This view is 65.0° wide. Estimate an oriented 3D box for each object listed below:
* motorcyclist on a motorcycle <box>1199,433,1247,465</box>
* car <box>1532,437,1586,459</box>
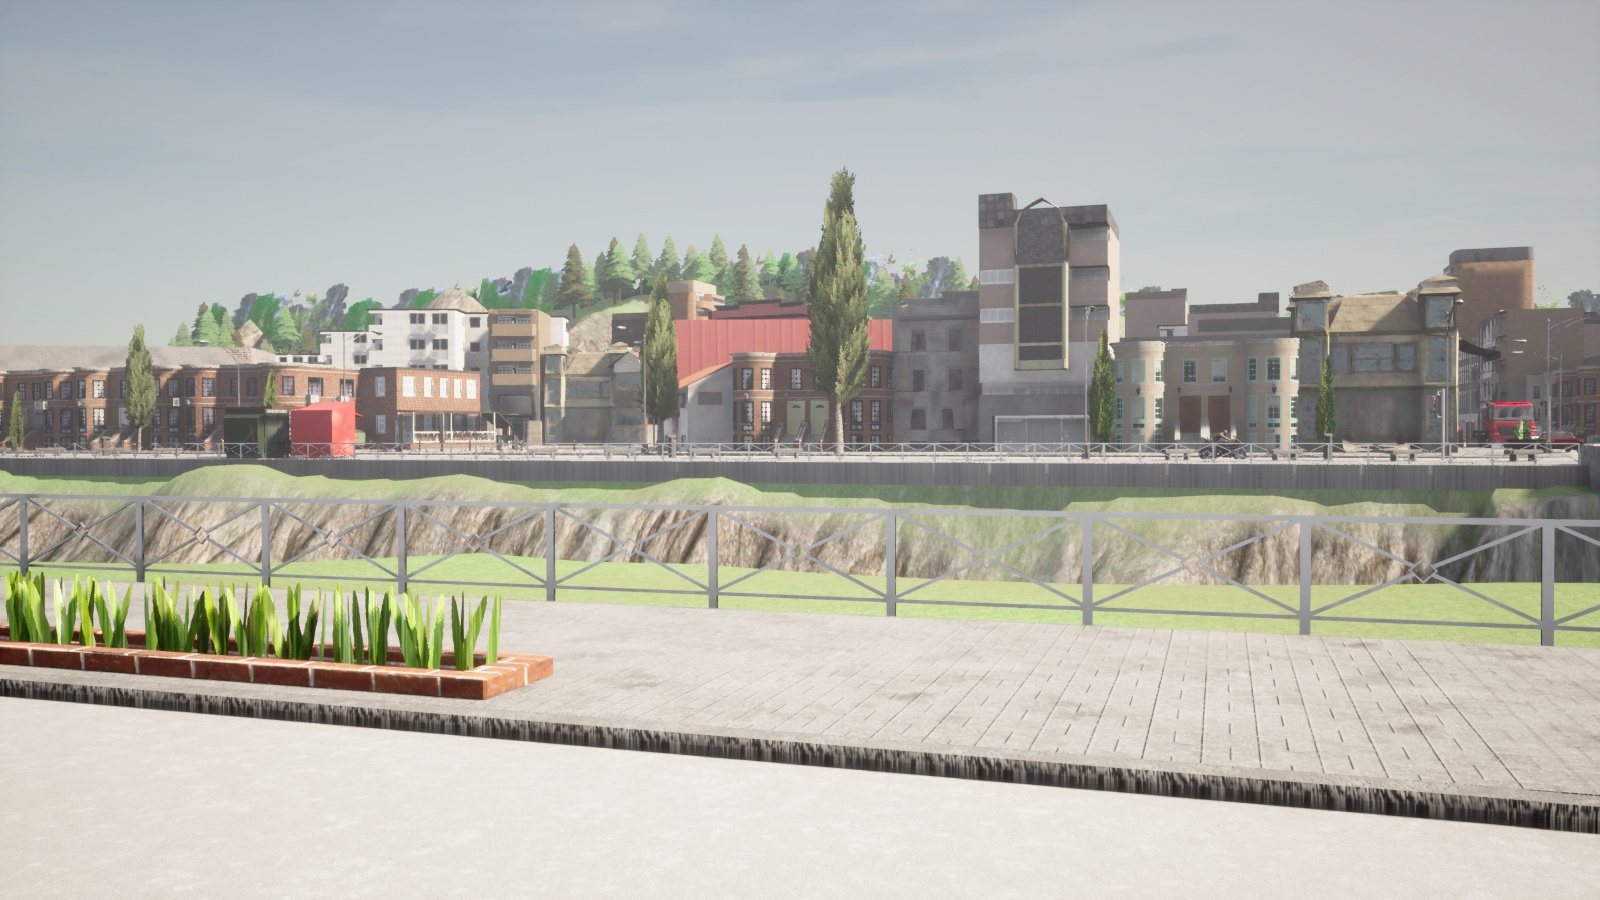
[{"bbox_3d":[20.822,-0.050,61.831,2.191,1.530,0.866,1,1,19],"label":"motorcyclist on a motorcycle"},{"bbox_3d":[47.006,-0.143,77.846,1.895,1.301,4.718,1,1,19],"label":"car"}]
